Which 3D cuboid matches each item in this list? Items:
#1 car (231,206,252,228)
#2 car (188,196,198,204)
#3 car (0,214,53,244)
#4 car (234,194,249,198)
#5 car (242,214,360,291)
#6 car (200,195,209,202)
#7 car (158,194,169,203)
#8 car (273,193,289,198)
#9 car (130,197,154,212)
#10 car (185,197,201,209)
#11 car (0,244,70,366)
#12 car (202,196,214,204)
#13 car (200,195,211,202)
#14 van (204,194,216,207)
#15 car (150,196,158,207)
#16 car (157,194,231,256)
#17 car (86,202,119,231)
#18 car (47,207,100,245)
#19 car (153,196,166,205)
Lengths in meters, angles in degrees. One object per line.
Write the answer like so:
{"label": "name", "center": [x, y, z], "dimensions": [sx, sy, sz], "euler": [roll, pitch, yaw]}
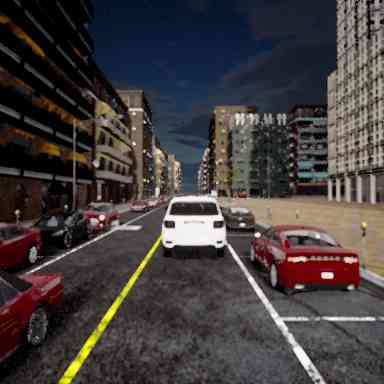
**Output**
{"label": "car", "center": [2.704, 1.510, 19.999], "dimensions": [2.008, 1.369, 4.403], "euler": [1, 0, 0]}
{"label": "car", "center": [0.104, 1.405, 62.560], "dimensions": [1.812, 1.442, 4.674], "euler": [0, 0, 0]}
{"label": "car", "center": [-5.678, 1.526, 8.862], "dimensions": [1.887, 1.381, 4.507], "euler": [1, 0, 0]}
{"label": "car", "center": [13.717, 1.230, 92.327], "dimensions": [4.206, 1.307, 1.802], "euler": [0, 0, 0]}
{"label": "car", "center": [2.702, 1.526, 8.860], "dimensions": [1.887, 1.381, 4.507], "euler": [1, 0, 0]}
{"label": "car", "center": [2.841, 1.407, 75.698], "dimensions": [2.008, 1.369, 4.403], "euler": [1, 0, 0]}
{"label": "car", "center": [-5.797, 1.310, 67.893], "dimensions": [1.967, 1.590, 4.097], "euler": [1, 0, 0]}
{"label": "car", "center": [24.771, 1.003, 92.246], "dimensions": [4.097, 1.590, 1.967], "euler": [0, 0, 0]}
{"label": "car", "center": [-5.674, 1.510, 36.711], "dimensions": [1.802, 1.307, 4.206], "euler": [1, 0, 0]}
{"label": "car", "center": [0.107, 1.457, 46.045], "dimensions": [2.033, 1.411, 5.357], "euler": [0, 0, 0]}
{"label": "car", "center": [-3.102, 1.593, 3.410], "dimensions": [1.895, 1.301, 4.718], "euler": [0, 0, 0]}
{"label": "car", "center": [2.794, 1.429, 59.697], "dimensions": [1.887, 1.381, 4.507], "euler": [1, 0, 0]}
{"label": "car", "center": [2.841, 1.417, 70.128], "dimensions": [2.008, 1.369, 4.403], "euler": [1, 0, 0]}
{"label": "van", "center": [2.739, 1.242, 51.236], "dimensions": [1.690, 1.788, 3.998], "euler": [1, 0, 0]}
{"label": "car", "center": [-5.675, 1.347, 47.850], "dimensions": [1.967, 1.590, 4.097], "euler": [1, 0, 0]}
{"label": "car", "center": [0.048, 1.195, 13.166], "dimensions": [2.150, 2.045, 5.566], "euler": [0, 0, 0]}
{"label": "car", "center": [-5.675, 1.400, 20.001], "dimensions": [1.967, 1.590, 4.097], "euler": [1, 0, 0]}
{"label": "car", "center": [-5.677, 1.536, 14.432], "dimensions": [1.947, 1.339, 4.313], "euler": [1, 0, 0]}
{"label": "car", "center": [-5.750, 1.468, 58.989], "dimensions": [1.802, 1.307, 4.206], "euler": [1, 0, 0]}
